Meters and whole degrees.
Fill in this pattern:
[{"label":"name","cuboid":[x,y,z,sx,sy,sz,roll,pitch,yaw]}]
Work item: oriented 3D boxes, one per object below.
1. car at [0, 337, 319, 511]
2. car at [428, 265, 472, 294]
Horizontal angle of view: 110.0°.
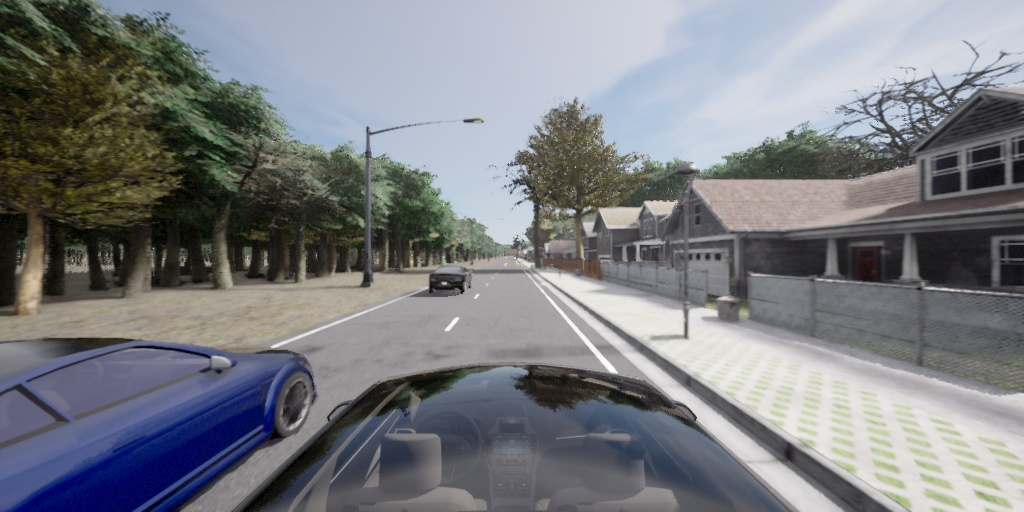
[{"label":"car","cuboid":[-3.398,1.314,2.757,1.994,1.385,4.181,0,0,0]},{"label":"car","cuboid":[-3.401,1.237,20.494,1.882,1.535,5.008,0,0,0]}]
